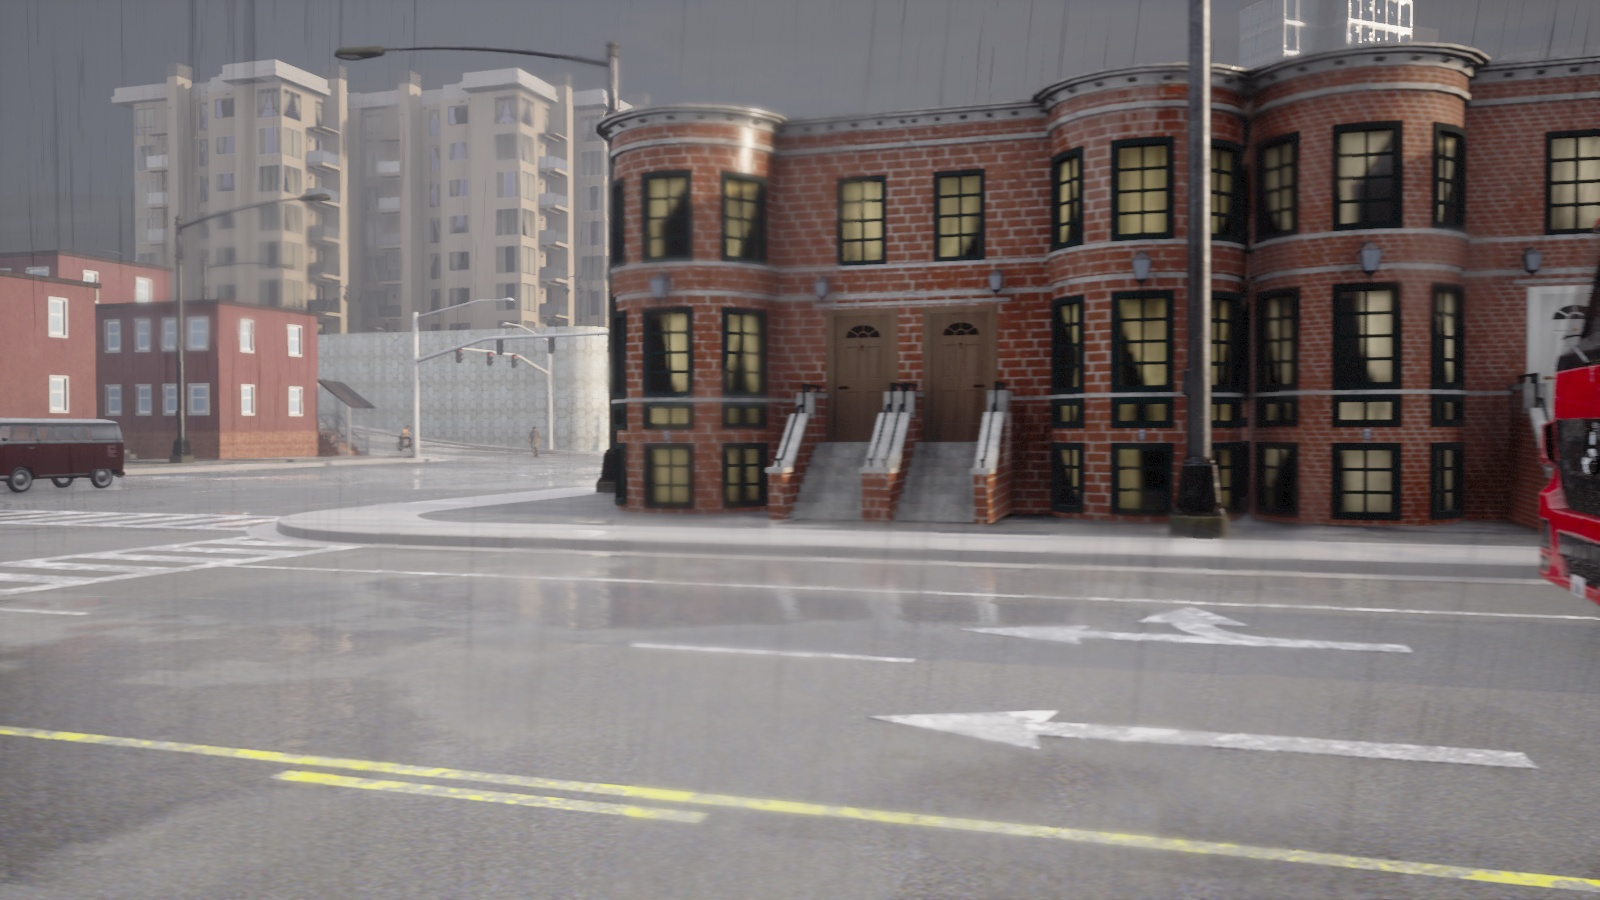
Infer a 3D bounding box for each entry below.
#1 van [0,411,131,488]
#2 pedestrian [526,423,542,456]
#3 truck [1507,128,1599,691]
[{"bbox_3d":[-20.873,-0.051,34.421,1.775,1.987,4.442,1,1,19],"label":"van"},{"bbox_3d":[-15.820,-0.647,74.650,0.659,1.952,0.873,0,1,12],"label":"pedestrian"},{"bbox_3d":[9.040,-0.242,7.522,7.936,3.462,2.891,1,1,19],"label":"truck"}]
